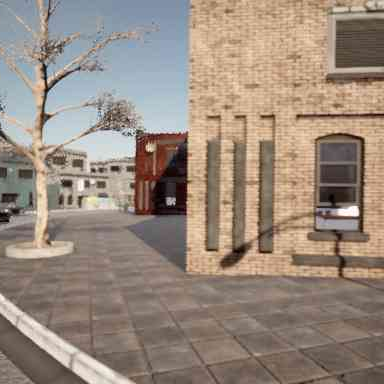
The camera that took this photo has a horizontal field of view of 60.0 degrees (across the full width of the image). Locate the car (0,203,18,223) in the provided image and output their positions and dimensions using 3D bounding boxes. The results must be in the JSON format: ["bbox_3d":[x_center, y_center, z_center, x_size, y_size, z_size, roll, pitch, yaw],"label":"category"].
[{"bbox_3d":[-15.776,1.801,26.143,1.882,1.535,5.008,1,-1,-10],"label":"car"}]

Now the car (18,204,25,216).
[{"bbox_3d":[-19.837,1.909,35.452,2.128,1.511,4.902,1,-1,5],"label":"car"}]
